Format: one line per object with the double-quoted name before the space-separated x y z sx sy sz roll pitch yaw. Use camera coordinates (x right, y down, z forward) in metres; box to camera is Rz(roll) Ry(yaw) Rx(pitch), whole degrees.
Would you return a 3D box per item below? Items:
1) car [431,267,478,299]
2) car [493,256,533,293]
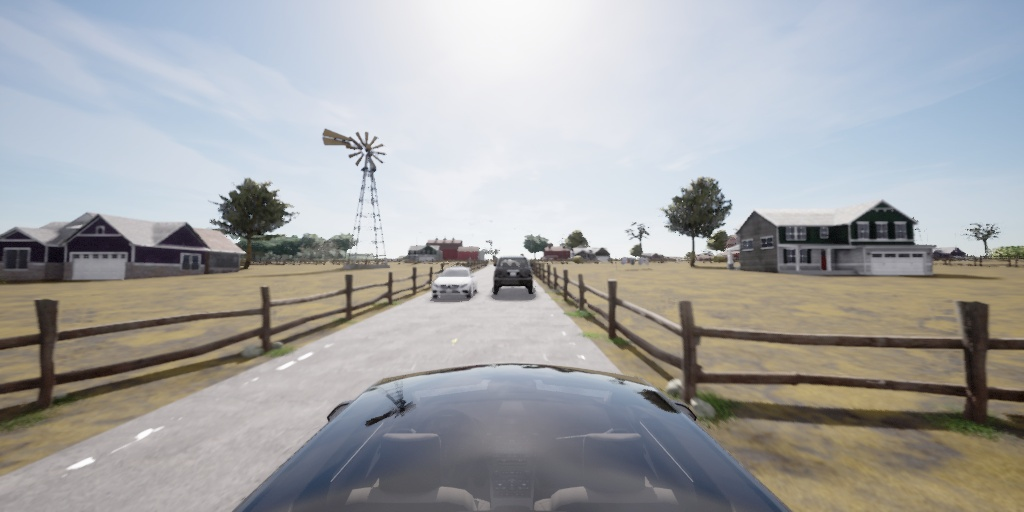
"car" -2.824 1.302 18.477 1.812 1.442 4.674 0 0 0
"car" 0.076 1.004 20.990 2.150 2.045 5.566 0 0 0
